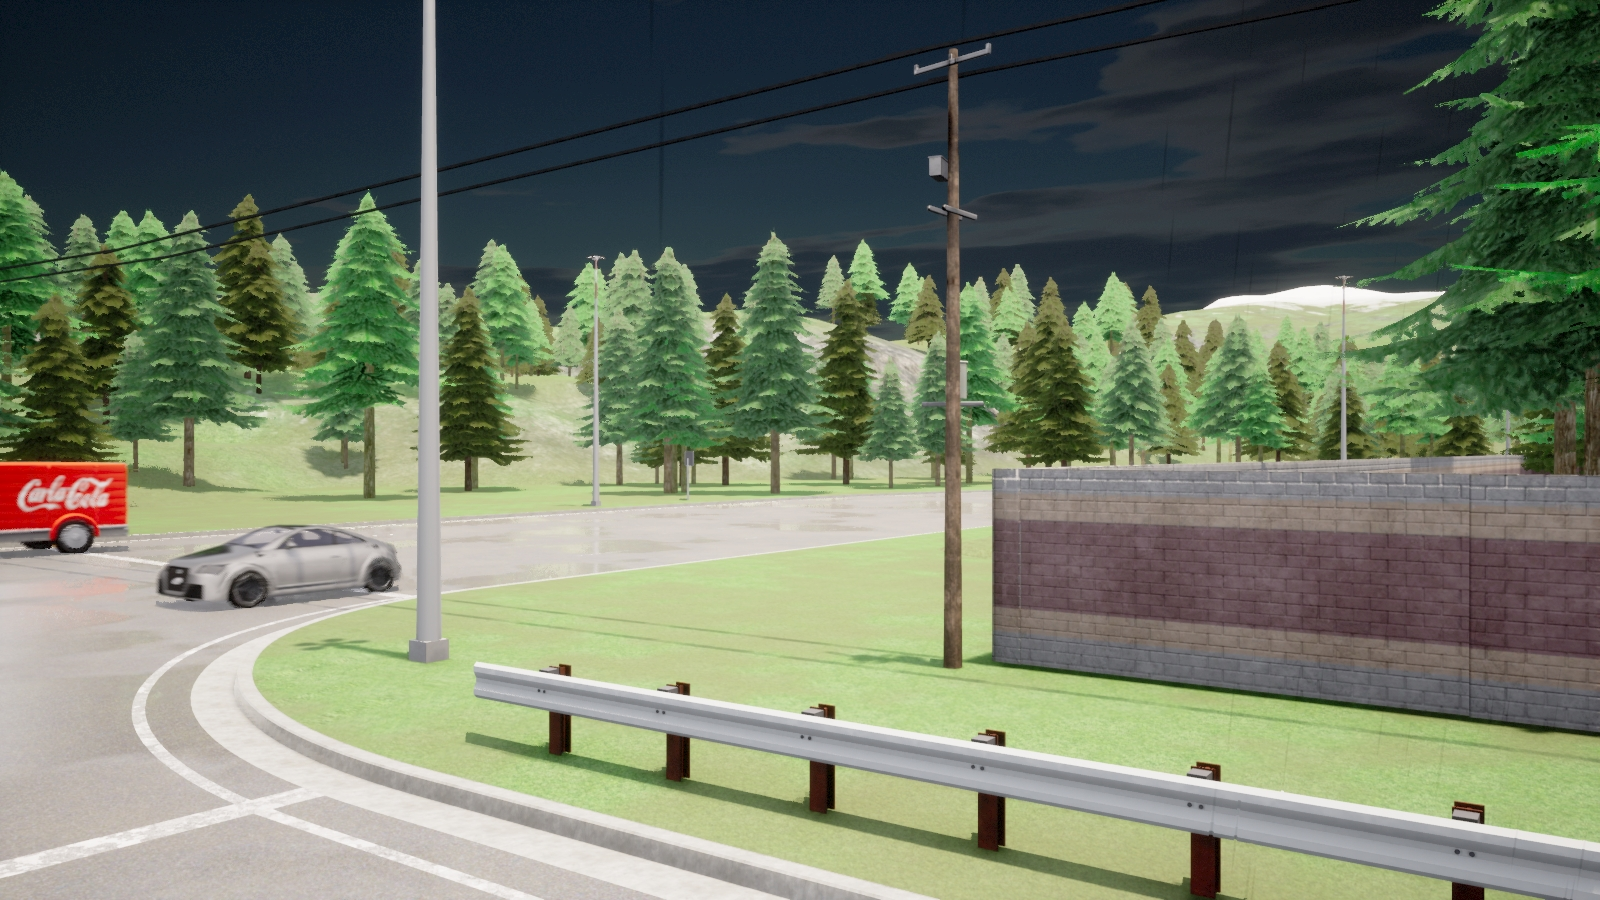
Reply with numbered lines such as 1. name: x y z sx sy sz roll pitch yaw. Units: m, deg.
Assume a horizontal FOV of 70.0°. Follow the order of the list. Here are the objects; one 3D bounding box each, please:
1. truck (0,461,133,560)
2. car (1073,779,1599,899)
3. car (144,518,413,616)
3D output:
1. truck: -20.909 1.549 30.016 2.627 2.467 5.204 0 0 35
2. car: 3.010 1.982 1.681 5.238 1.638 2.097 0 0 35
3. car: -9.726 2.105 21.585 1.994 1.385 4.181 0 0 35
